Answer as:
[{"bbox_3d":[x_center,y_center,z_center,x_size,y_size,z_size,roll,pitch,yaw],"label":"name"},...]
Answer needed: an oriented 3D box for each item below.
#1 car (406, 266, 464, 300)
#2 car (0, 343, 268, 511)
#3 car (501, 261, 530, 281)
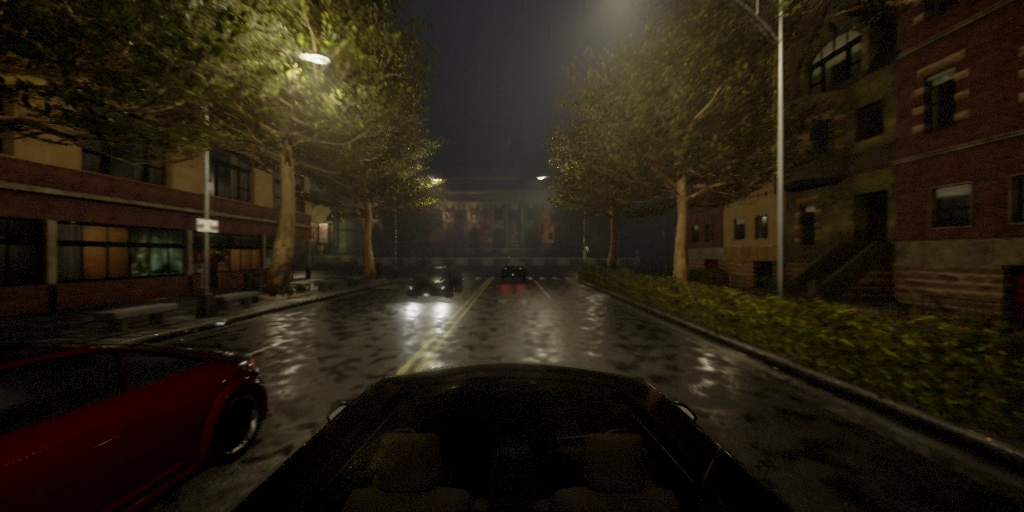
[{"bbox_3d":[-3.549,1.223,17.557,2.033,1.411,5.357,0,0,1],"label":"car"},{"bbox_3d":[-3.594,1.313,2.102,1.994,1.385,4.181,0,0,0],"label":"car"},{"bbox_3d":[0.276,1.118,27.943,2.128,1.511,4.902,0,0,5],"label":"car"}]
